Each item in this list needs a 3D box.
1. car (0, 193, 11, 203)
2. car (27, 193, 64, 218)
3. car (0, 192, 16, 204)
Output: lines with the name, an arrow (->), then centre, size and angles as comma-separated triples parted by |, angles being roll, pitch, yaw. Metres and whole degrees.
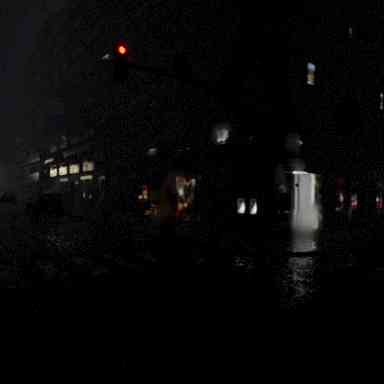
car -> -28.262, 0.807, 49.324 | 1.947, 1.339, 4.313 | 3, -1, -36
car -> -11.663, 0.999, 26.419 | 2.192, 1.841, 5.009 | 3, -1, -36
car -> -24.939, 0.770, 44.744 | 1.967, 1.590, 4.097 | 3, -1, -36
